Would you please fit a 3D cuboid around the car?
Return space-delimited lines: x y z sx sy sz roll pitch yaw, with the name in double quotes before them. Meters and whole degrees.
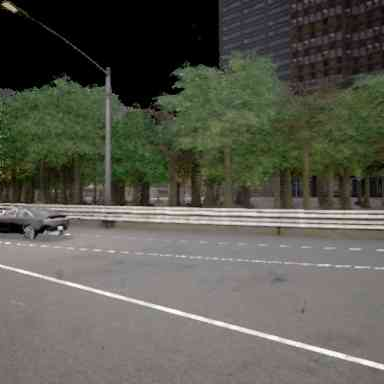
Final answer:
"car" -8.500 1.517 16.896 4.902 1.511 2.128 0 0 24
